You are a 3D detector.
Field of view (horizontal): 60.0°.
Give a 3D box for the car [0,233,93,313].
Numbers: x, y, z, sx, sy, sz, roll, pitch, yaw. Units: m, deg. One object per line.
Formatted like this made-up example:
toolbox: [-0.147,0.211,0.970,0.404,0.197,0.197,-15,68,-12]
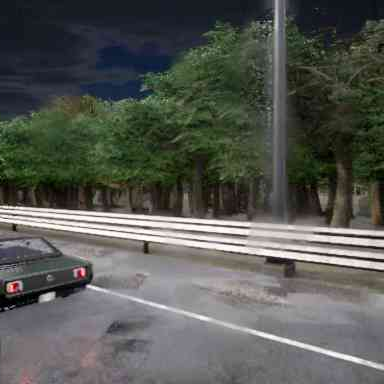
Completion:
car: [-4.332,1.567,7.227,4.718,1.301,1.895,0,0,37]
